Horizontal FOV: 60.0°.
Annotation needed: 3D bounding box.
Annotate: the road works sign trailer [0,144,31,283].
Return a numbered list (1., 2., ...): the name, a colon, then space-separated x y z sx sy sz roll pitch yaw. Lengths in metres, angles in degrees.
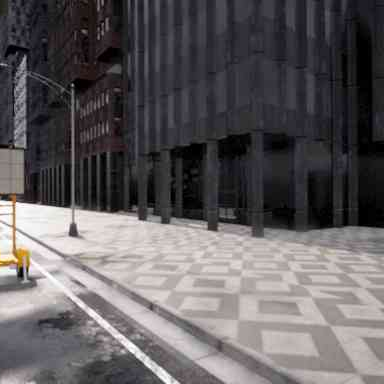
1. road works sign trailer: -5.792 0.494 8.875 2.380 3.560 2.880 0 0 -36
